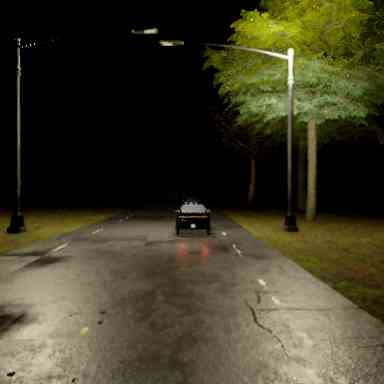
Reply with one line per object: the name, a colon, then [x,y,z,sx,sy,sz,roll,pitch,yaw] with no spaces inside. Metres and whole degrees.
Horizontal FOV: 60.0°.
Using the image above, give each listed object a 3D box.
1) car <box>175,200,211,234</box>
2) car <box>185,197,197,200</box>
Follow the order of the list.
car: [0.052,1.436,18.853,2.128,1.511,4.902,0,0,0]
car: [-0.110,1.343,40.728,2.033,1.411,5.357,0,0,-1]
